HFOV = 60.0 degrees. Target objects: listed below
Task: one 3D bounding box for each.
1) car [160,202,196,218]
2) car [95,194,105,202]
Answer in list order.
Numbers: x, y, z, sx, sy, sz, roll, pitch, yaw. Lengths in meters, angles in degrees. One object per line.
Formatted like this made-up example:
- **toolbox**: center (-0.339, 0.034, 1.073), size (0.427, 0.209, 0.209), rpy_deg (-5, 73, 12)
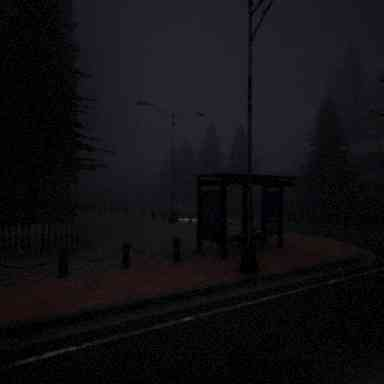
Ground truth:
- **car**: center (-1.466, 1.700, 32.332), size (1.812, 1.442, 4.674), rpy_deg (1, 0, -35)
- **car**: center (-20.580, 1.435, 81.153), size (4.605, 1.855, 1.932), rpy_deg (1, 0, -36)
